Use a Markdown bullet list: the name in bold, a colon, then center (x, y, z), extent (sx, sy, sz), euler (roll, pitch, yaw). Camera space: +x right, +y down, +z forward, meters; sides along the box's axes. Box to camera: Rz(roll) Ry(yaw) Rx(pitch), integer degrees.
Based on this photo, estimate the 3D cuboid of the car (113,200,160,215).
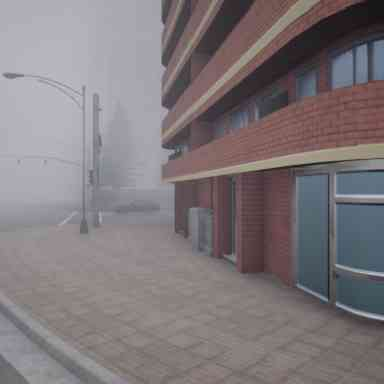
- **car**: center (-5.562, 1.499, 33.653), extent (4.674, 1.442, 1.812), euler (0, 0, -14)
